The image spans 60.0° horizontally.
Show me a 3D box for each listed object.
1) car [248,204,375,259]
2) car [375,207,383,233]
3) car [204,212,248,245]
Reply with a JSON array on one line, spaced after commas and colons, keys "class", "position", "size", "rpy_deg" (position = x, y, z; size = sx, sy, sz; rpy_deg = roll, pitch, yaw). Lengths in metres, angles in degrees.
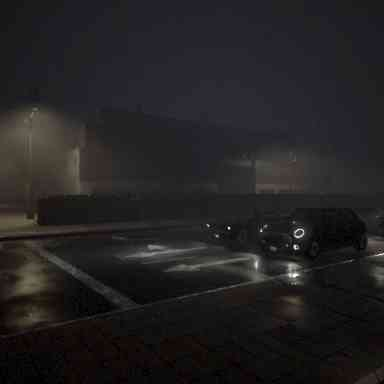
[{"class": "car", "position": [4.632, 1.352, 12.660], "size": [4.553, 1.767, 2.097], "rpy_deg": [0, 0, -34]}, {"class": "car", "position": [12.099, 1.478, 17.769], "size": [5.008, 1.535, 1.882], "rpy_deg": [0, 0, -35]}, {"class": "car", "position": [2.910, 1.601, 15.715], "size": [4.718, 1.301, 1.895], "rpy_deg": [0, 0, -34]}]
